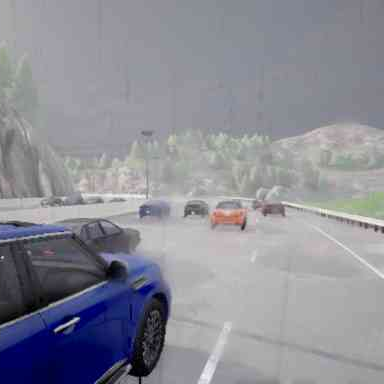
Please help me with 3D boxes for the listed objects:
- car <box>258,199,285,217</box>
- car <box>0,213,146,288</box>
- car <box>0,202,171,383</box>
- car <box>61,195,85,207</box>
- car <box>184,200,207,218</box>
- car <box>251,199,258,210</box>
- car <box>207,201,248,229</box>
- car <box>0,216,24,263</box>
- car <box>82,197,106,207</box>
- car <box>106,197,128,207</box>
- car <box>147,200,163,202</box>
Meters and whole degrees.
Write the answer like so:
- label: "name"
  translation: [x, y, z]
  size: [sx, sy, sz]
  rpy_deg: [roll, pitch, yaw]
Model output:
- label: "car"
  translation: [7.670, 1.477, 31.879]
  size: [1.882, 1.535, 5.008]
  rpy_deg: [0, 0, 7]
- label: "car"
  translation: [-3.447, 1.547, 10.639]
  size: [2.033, 1.411, 5.357]
  rpy_deg: [0, 0, 14]
- label: "car"
  translation: [-1.985, 1.220, 2.741]
  size: [2.150, 2.045, 5.566]
  rpy_deg: [0, 0, 16]
- label: "car"
  translation: [-18.747, 1.347, 52.782]
  size: [2.097, 1.767, 4.553]
  rpy_deg: [0, 0, 2]
- label: "car"
  translation: [0.446, 1.503, 30.598]
  size: [1.837, 1.490, 4.892]
  rpy_deg: [0, 0, 8]
- label: "car"
  translation: [8.805, 1.546, 42.960]
  size: [2.033, 1.411, 5.357]
  rpy_deg: [0, 0, 4]
- label: "car"
  translation: [2.536, 1.352, 21.807]
  size: [2.097, 1.767, 4.553]
  rpy_deg: [0, 0, 11]
- label: "car"
  translation: [-7.336, 1.564, 9.796]
  size: [1.994, 1.385, 4.181]
  rpy_deg: [0, 0, 15]
- label: "car"
  translation: [-15.284, 1.490, 52.017]
  size: [2.128, 1.511, 4.902]
  rpy_deg: [0, 0, 2]
- label: "car"
  translation: [-11.750, 1.544, 52.569]
  size: [2.033, 1.411, 5.357]
  rpy_deg: [0, 0, 2]
- label: "car"
  translation: [-3.216, 1.476, 29.683]
  size: [1.882, 1.535, 5.008]
  rpy_deg: [0, 0, 9]
